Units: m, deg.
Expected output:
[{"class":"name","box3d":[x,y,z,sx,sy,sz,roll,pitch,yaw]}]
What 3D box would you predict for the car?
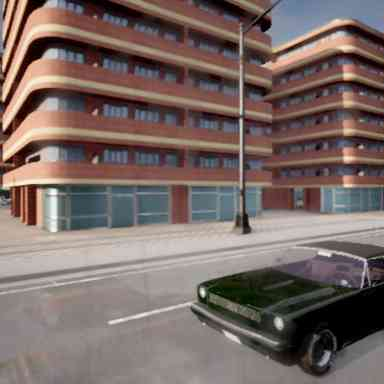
[{"class":"car","box3d":[2.323,1.584,5.646,4.718,1.301,1.895,0,0,-35]}]
